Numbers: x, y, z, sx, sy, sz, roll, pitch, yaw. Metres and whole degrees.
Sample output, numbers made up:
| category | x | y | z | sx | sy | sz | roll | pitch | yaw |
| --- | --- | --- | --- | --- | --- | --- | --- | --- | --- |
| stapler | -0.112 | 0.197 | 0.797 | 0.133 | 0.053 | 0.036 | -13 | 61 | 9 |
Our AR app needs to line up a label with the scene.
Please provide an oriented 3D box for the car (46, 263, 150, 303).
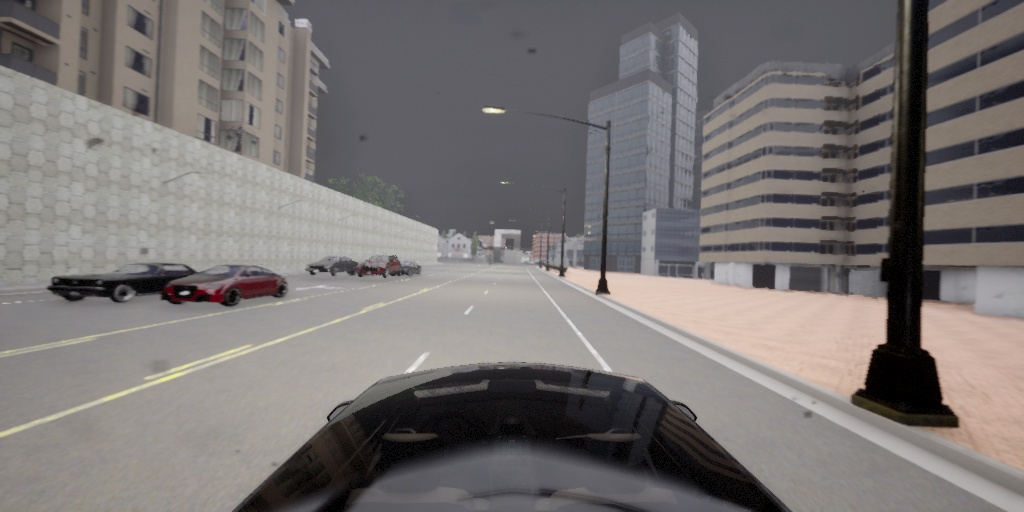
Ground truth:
| category | x | y | z | sx | sy | sz | roll | pitch | yaw |
| --- | --- | --- | --- | --- | --- | --- | --- | --- | --- |
| car | -13.915 | 0.915 | 13.645 | 1.895 | 1.301 | 4.718 | 2 | 0 | 1 |

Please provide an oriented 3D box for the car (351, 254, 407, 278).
| category | x | y | z | sx | sy | sz | roll | pitch | yaw |
| --- | --- | --- | --- | --- | --- | --- | --- | --- | --- |
| car | -10.057 | 0.648 | 27.566 | 2.097 | 1.767 | 4.553 | 2 | 0 | 1 |

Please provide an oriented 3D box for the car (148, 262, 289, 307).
| category | x | y | z | sx | sy | sz | roll | pitch | yaw |
| --- | --- | --- | --- | --- | --- | --- | --- | --- | --- |
| car | -10.432 | 1.009 | 13.443 | 1.994 | 1.385 | 4.181 | 2 | 0 | 0 |

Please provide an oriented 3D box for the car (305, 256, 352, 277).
| category | x | y | z | sx | sy | sz | roll | pitch | yaw |
| --- | --- | --- | --- | --- | --- | --- | --- | --- | --- |
| car | -13.562 | 0.698 | 27.598 | 2.033 | 1.411 | 5.357 | 2 | 0 | 1 |

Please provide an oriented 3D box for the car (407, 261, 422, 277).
| category | x | y | z | sx | sy | sz | roll | pitch | yaw |
| --- | --- | --- | --- | --- | --- | --- | --- | --- | --- |
| car | -10.013 | 1.177 | 34.086 | 2.033 | 1.411 | 5.357 | 2 | 0 | 2 |
